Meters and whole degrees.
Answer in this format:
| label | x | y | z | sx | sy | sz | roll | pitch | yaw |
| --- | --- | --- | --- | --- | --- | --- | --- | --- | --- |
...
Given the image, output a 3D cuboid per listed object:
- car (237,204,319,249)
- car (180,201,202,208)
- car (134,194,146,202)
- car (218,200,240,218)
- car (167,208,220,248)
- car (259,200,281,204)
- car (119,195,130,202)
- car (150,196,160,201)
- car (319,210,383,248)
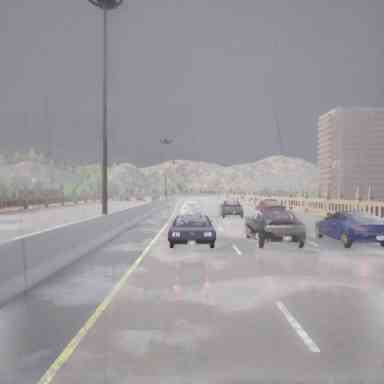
| label | x | y | z | sx | sy | sz | roll | pitch | yaw |
| --- | --- | --- | --- | --- | --- | --- | --- | --- | --- |
| car | 3.500 | 1.495 | 14.650 | 2.128 | 1.511 | 4.902 | 0 | 0 | 0 |
| car | -0.056 | 1.533 | 29.728 | 1.812 | 1.442 | 4.674 | 0 | 0 | -1 |
| car | -11.848 | 1.349 | 76.025 | 2.097 | 1.767 | 4.553 | 0 | 0 | -2 |
| car | 3.443 | 1.495 | 29.780 | 2.128 | 1.511 | 4.902 | 0 | 0 | -1 |
| car | 0.000 | 1.616 | 14.680 | 1.895 | 1.301 | 4.718 | 0 | 0 | 0 |
| car | 6.943 | 1.485 | 29.833 | 1.882 | 1.535 | 5.008 | 0 | 0 | -1 |
| car | -15.346 | 1.518 | 75.894 | 2.128 | 1.511 | 4.902 | 0 | 0 | -2 |
| car | -8.349 | 1.546 | 76.096 | 1.994 | 1.385 | 4.181 | 0 | 0 | -2 |
| car | 7.000 | 1.533 | 14.650 | 1.812 | 1.442 | 4.674 | 0 | 0 | 0 |
